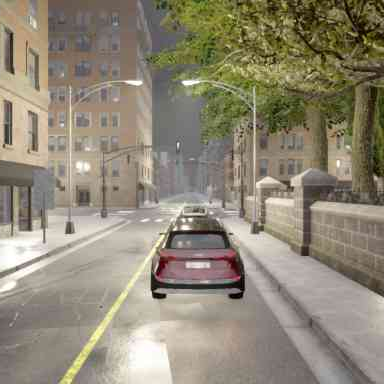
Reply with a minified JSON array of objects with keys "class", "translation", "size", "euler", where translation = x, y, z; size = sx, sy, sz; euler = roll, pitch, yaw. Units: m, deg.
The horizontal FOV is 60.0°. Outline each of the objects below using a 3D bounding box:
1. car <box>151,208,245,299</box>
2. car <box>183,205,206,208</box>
[{"class":"car","translation":[0.117,1.430,8.448],"size":[2.033,1.649,4.856],"euler":[0,0,0]},{"class":"car","translation":[0.136,1.504,18.417],"size":[1.837,1.490,4.892],"euler":[0,0,0]}]
